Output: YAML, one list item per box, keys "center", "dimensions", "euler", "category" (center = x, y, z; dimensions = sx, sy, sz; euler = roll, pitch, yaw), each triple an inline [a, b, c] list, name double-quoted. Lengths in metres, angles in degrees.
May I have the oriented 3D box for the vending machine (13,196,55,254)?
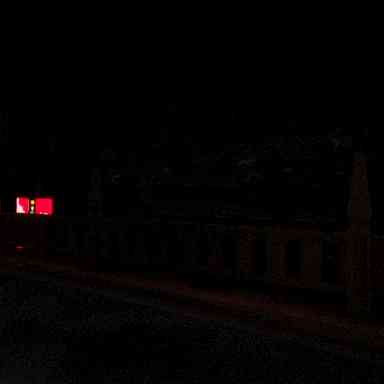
- center: [-6.039, 1.193, 12.755]
  dimensions: [0.880, 2.100, 1.100]
  euler: [0, 0, 29]
  category: "vending machine"
